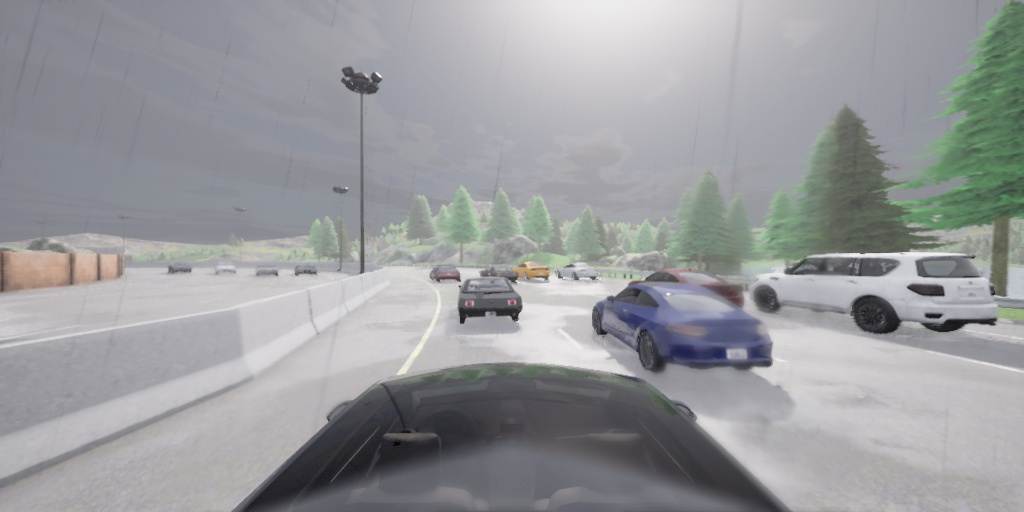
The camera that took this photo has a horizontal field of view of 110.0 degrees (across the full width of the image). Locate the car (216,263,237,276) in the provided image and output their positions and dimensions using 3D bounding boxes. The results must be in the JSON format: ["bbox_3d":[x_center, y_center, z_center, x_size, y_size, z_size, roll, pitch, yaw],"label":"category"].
[{"bbox_3d":[-33.951,1.512,42.579,1.812,1.442,4.674,0,0,-42],"label":"car"}]

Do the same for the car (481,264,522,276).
[{"bbox_3d":[-1.111,1.392,27.814,1.895,1.301,4.718,0,0,-19],"label":"car"}]

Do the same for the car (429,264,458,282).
[{"bbox_3d":[-5.606,1.382,29.737,1.994,1.385,4.181,0,0,-21],"label":"car"}]

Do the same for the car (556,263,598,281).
[{"bbox_3d":[5.420,1.286,30.106,1.812,1.442,4.674,0,0,-19],"label":"car"}]

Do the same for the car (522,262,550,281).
[{"bbox_3d":[1.511,1.259,30.681,1.882,1.535,5.008,0,0,-19],"label":"car"}]

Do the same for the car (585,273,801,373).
[{"bbox_3d":[3.120,1.267,7.512,1.812,1.442,4.674,0,0,-4],"label":"car"}]

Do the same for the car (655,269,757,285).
[{"bbox_3d":[5.987,1.211,13.077,1.882,1.535,5.008,0,0,-8],"label":"car"}]

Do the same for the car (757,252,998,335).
[{"bbox_3d":[9.851,0.931,10.582,2.150,2.045,5.566,0,0,-6],"label":"car"}]

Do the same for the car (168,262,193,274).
[{"bbox_3d":[-42.862,1.548,46.318,4.892,1.490,1.837,-1,-1,39],"label":"car"}]

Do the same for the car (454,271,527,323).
[{"bbox_3d":[-0.910,1.370,12.376,1.895,1.301,4.718,0,0,-8],"label":"car"}]

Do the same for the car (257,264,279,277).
[{"bbox_3d":[-26.040,1.540,38.229,1.895,1.301,4.718,0,0,-36],"label":"car"}]

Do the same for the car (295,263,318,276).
[{"bbox_3d":[-22.653,1.486,39.373,1.994,1.385,4.181,0,0,-34],"label":"car"}]
